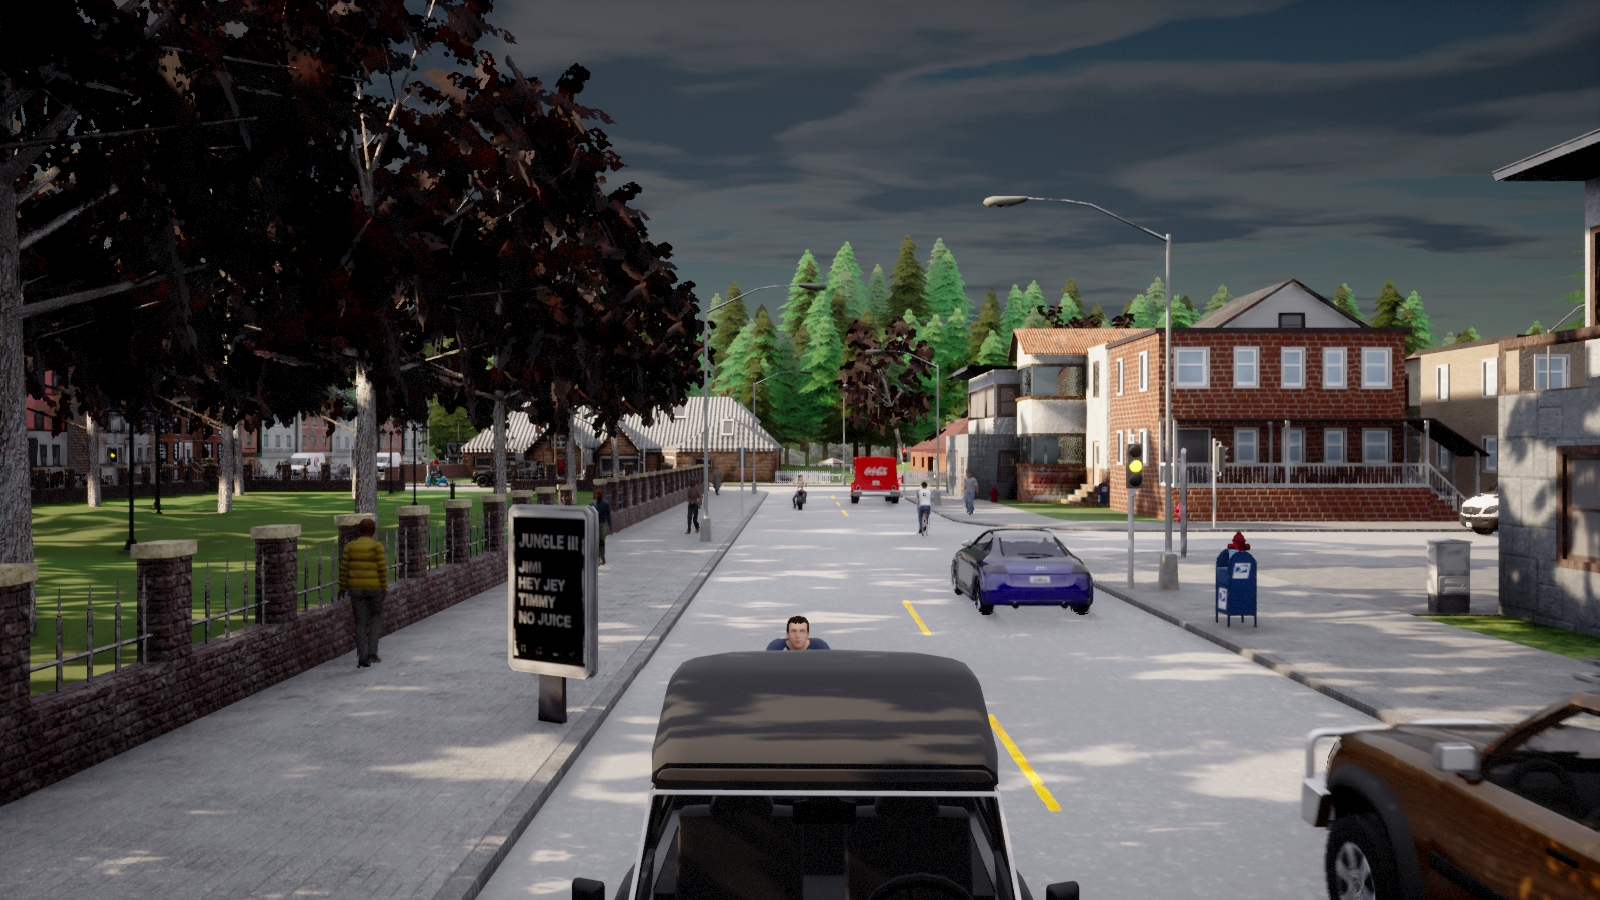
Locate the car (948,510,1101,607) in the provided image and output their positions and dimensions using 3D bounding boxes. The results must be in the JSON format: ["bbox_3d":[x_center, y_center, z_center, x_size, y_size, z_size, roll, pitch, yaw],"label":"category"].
[{"bbox_3d":[3.999,1.907,21.040,1.994,1.385,4.181,0,0,0],"label":"car"}]

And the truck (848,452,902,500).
[{"bbox_3d":[3.969,1.372,61.570,2.627,2.467,5.204,0,0,1],"label":"truck"}]

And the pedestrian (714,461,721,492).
[{"bbox_3d":[-4.870,1.552,67.378,0.375,1.860,0.375,0,0,-5],"label":"pedestrian"}]

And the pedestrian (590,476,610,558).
[{"bbox_3d":[-4.573,1.536,26.160,0.375,1.860,0.375,0,0,1],"label":"pedestrian"}]

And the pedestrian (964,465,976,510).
[{"bbox_3d":[6.992,1.535,46.982,0.375,1.860,0.375,0,0,31],"label":"pedestrian"}]

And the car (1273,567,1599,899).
[{"bbox_3d":[3.943,1.645,4.879,1.932,1.855,4.605,0,0,0],"label":"car"}]

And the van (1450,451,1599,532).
[{"bbox_3d":[24.712,1.329,37.232,5.915,2.561,1.988,0,0,0],"label":"van"}]

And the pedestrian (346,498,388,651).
[{"bbox_3d":[-5.363,1.531,14.149,0.375,1.860,0.375,0,0,0],"label":"pedestrian"}]

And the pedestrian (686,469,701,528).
[{"bbox_3d":[-3.395,1.540,36.432,0.375,1.860,0.375,0,0,20],"label":"pedestrian"}]

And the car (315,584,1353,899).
[{"bbox_3d":[0.090,1.640,4.031,1.905,1.878,3.866,0,0,1],"label":"car"}]
